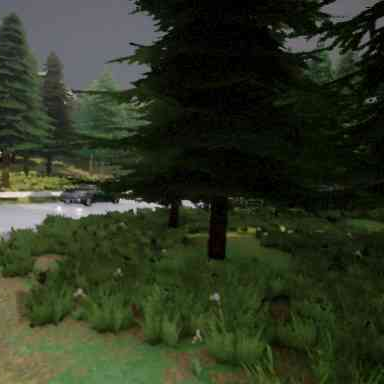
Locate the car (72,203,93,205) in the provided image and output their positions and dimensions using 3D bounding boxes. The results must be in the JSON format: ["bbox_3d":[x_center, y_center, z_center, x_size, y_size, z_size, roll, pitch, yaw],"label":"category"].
[{"bbox_3d":[-7.186,0.004,23.760,2.097,1.767,4.553,5,3,24],"label":"car"}]
